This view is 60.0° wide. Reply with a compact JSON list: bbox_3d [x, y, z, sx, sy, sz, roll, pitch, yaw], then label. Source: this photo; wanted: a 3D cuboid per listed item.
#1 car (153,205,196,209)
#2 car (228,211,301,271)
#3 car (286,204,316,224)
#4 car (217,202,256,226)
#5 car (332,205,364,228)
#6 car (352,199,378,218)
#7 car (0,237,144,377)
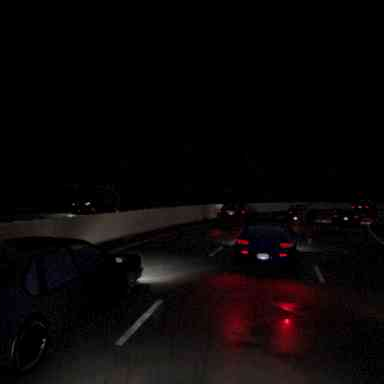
[{"bbox_3d":[-1.320,1.530,30.994,2.033,1.411,5.357,2,0,26],"label":"car"},{"bbox_3d":[2.584,1.615,11.319,1.812,1.442,4.674,2,0,16],"label":"car"},{"bbox_3d":[9.090,1.810,27.810,1.837,1.490,4.892,1,0,27],"label":"car"},{"bbox_3d":[3.368,1.475,23.810,2.097,1.767,4.553,2,0,22],"label":"car"},{"bbox_3d":[12.248,1.966,26.295,1.994,1.385,4.181,2,0,27],"label":"car"},{"bbox_3d":[20.429,1.889,39.389,2.150,2.045,5.566,2,0,37],"label":"car"},{"bbox_3d":[-2.514,1.473,5.502,2.033,1.411,5.357,2,0,12],"label":"car"}]
